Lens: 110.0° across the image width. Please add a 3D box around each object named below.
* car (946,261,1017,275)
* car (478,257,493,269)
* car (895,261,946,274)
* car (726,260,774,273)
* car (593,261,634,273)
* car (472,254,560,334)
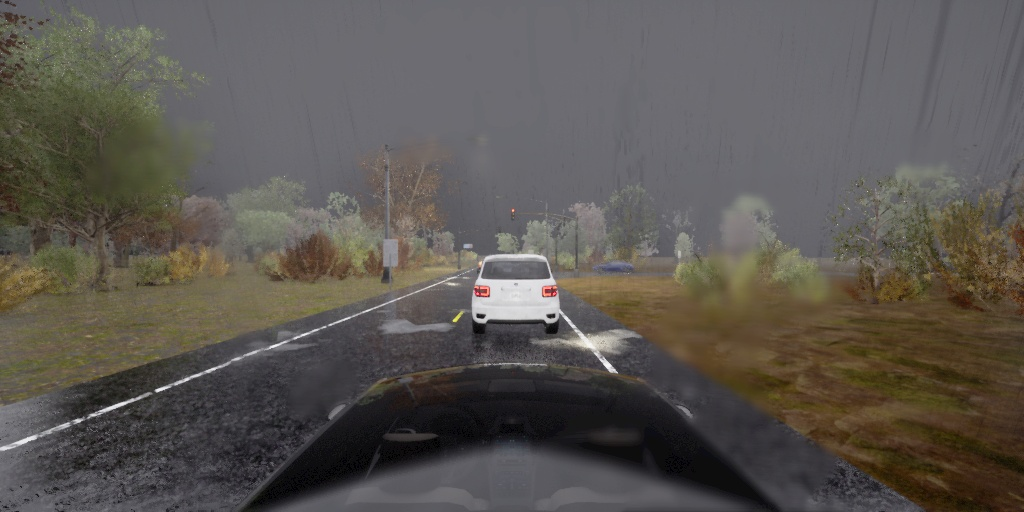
[{"bbox_3d":[49.064,1.279,37.129,4.902,1.511,2.128,0,0,5],"label":"car"},{"bbox_3d":[-4.220,1.104,57.571,2.097,1.767,4.553,0,0,-2],"label":"car"},{"bbox_3d":[46.370,1.276,40.461,4.902,1.511,2.128,0,0,5],"label":"car"},{"bbox_3d":[27.355,1.246,41.463,5.008,1.535,1.882,0,0,2],"label":"car"},{"bbox_3d":[11.815,1.283,41.901,4.674,1.442,1.812,0,0,4],"label":"car"},{"bbox_3d":[0.086,0.971,10.753,2.150,2.045,5.566,0,0,0],"label":"car"}]
